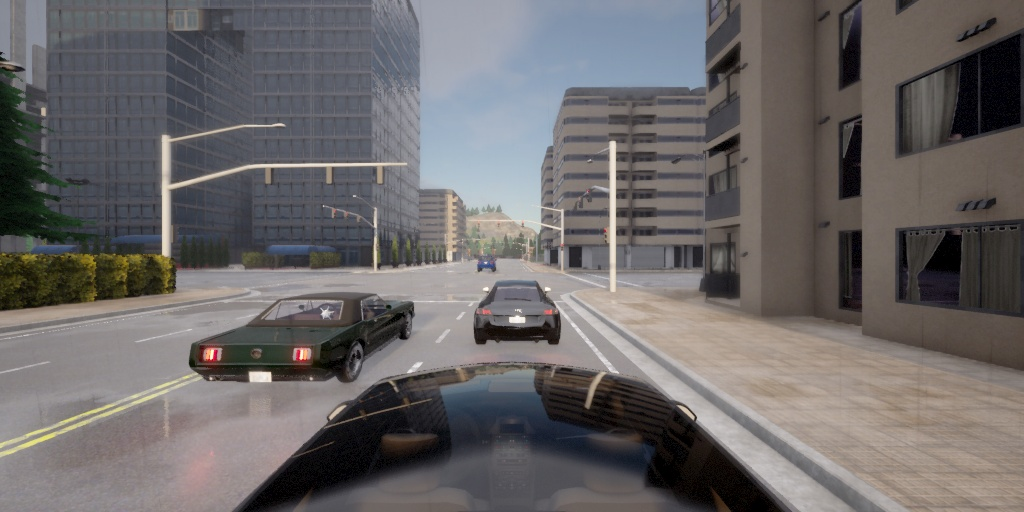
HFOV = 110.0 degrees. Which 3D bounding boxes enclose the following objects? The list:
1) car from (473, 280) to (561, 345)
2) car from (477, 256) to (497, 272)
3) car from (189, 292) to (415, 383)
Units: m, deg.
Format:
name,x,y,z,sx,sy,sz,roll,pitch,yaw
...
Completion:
name,x,y,z,sx,sy,sz,roll,pitch,yaw
car,0.130,1.314,9.545,1.994,1.385,4.181,0,0,1
car,-3.211,0.971,46.303,2.150,2.045,5.566,0,0,0
car,-3.381,1.351,7.067,1.895,1.301,4.718,0,0,0
